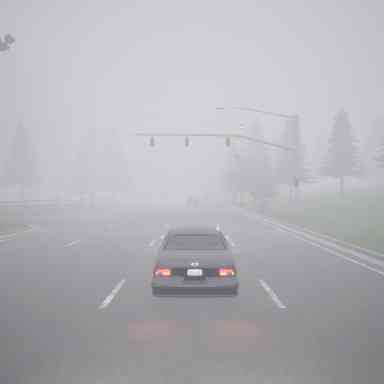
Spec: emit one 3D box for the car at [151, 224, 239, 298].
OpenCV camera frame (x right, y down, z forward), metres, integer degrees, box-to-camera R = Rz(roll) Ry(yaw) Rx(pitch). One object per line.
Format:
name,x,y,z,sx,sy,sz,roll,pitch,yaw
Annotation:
car,0.074,1.547,8.714,2.033,1.411,5.357,0,0,0

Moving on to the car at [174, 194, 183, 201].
car,-3.423,1.517,83.816,1.812,1.442,4.674,0,0,0

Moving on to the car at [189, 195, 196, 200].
car,0.086,1.540,94.230,2.033,1.411,5.357,0,0,0

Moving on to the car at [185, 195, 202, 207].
car,0.046,1.352,52.754,2.097,1.767,4.553,0,0,0

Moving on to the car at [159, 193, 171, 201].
car,-6.924,1.217,83.433,2.150,2.045,5.566,0,0,0

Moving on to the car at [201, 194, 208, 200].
car,3.586,1.310,93.813,1.882,1.535,5.008,0,0,0

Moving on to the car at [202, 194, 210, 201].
car,3.576,1.492,83.393,1.837,1.490,4.892,0,0,0

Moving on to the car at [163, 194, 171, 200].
car,-6.914,1.385,93.823,1.994,1.385,4.181,0,0,0

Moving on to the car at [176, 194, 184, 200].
car,-3.414,1.357,93.820,2.128,1.511,4.902,0,0,0
